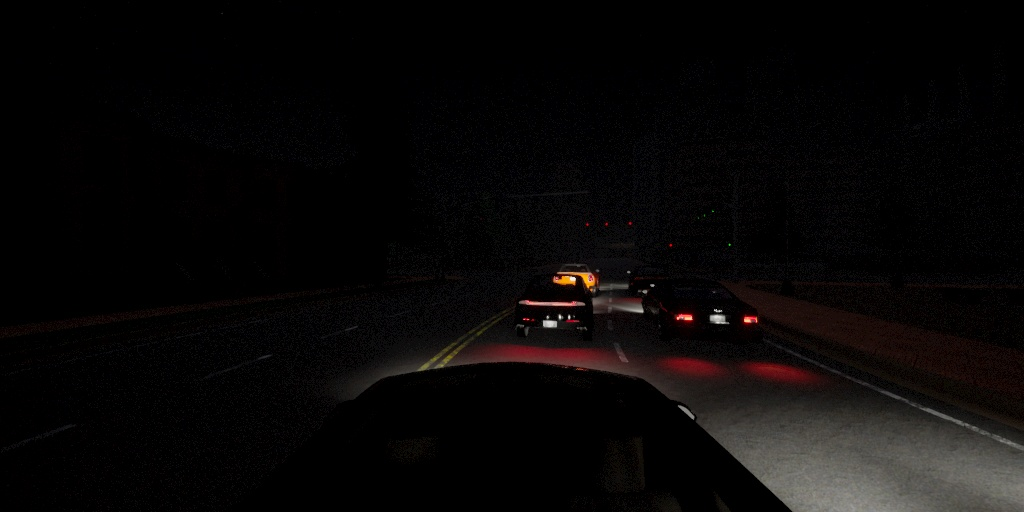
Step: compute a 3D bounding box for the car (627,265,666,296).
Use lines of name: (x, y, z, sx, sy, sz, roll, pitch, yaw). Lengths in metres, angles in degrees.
car: (7.249, 1.227, 19.102, 1.882, 1.535, 5.008, 0, 0, 16)

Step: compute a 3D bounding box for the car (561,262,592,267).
car: (3.481, 1.102, 18.929, 2.097, 1.767, 4.553, 0, 0, 16)

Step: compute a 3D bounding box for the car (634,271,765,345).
car: (4.692, 1.297, 9.613, 2.033, 1.411, 5.357, 0, 0, 13)

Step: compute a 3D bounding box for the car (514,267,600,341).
car: (1.319, 1.241, 10.040, 2.128, 1.511, 4.902, 0, 0, 12)
